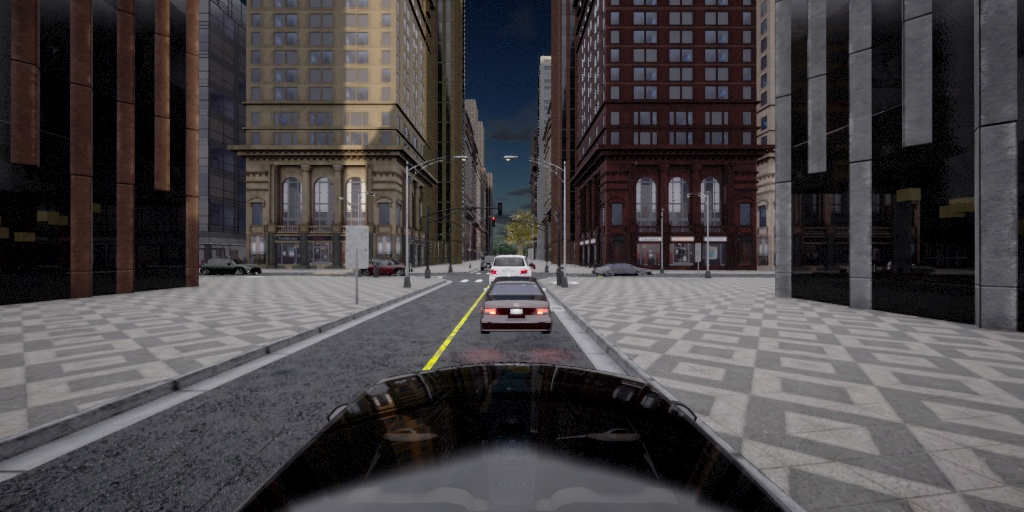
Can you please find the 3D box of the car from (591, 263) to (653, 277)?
[{"bbox_3d":[10.158,1.325,33.319,5.357,1.411,2.033,0,0,0],"label":"car"}]

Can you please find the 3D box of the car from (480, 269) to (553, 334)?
[{"bbox_3d":[0.091,1.297,10.581,2.033,1.411,5.357,0,0,0],"label":"car"}]

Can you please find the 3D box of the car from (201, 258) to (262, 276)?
[{"bbox_3d":[-25.969,1.021,33.312,4.553,1.767,2.097,0,0,0],"label":"car"}]

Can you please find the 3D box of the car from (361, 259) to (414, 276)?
[{"bbox_3d":[-11.493,1.060,33.277,4.553,1.767,2.097,0,0,0],"label":"car"}]

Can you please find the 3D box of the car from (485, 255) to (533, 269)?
[{"bbox_3d":[0.017,0.971,20.826,2.150,2.045,5.566,0,0,4],"label":"car"}]

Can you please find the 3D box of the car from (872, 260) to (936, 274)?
[{"bbox_3d":[36.257,1.206,33.325,4.553,1.767,2.097,0,0,0],"label":"car"}]

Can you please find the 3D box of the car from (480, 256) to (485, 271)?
[{"bbox_3d":[-3.129,0.969,49.456,2.150,2.045,5.566,0,0,-1],"label":"car"}]

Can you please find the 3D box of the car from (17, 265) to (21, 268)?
[{"bbox_3d":[-48.021,1.183,33.385,4.181,1.385,1.994,0,0,0],"label":"car"}]
